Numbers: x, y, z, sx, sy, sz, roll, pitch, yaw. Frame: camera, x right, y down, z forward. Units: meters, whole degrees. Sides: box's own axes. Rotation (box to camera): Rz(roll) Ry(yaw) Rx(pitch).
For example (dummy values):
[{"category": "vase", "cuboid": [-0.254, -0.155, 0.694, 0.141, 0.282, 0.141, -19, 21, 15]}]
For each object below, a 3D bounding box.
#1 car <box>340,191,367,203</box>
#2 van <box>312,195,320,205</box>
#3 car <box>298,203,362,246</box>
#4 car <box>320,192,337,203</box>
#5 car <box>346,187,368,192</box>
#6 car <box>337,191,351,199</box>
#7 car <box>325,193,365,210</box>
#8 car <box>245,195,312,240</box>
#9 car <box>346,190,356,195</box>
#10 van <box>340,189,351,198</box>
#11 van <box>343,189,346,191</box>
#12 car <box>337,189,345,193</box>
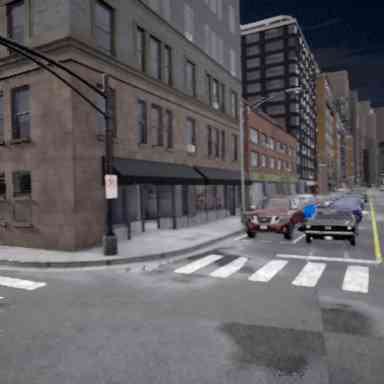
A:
[{"category": "car", "cuboid": [15.759, 0.948, 32.521, 1.837, 1.490, 4.892, -1, 0, 28]}, {"category": "van", "cuboid": [6.772, 1.062, 21.102, 1.690, 1.788, 3.998, -1, 0, 28]}, {"category": "car", "cuboid": [6.122, 1.375, 14.389, 1.895, 1.301, 4.718, -1, 0, 28]}, {"category": "car", "cuboid": [11.935, 0.983, 30.819, 1.967, 1.590, 4.097, -1, 0, 28]}, {"category": "car", "cuboid": [22.898, 0.406, 45.779, 2.150, 2.045, 5.566, -1, 0, 28]}, {"category": "car", "cuboid": [27.419, 0.563, 59.966, 2.008, 1.369, 4.403, -1, 0, 28]}, {"category": "car", "cuboid": [10.572, 1.099, 22.757, 1.882, 1.535, 5.008, -1, 1, 28]}, {"category": "car", "cuboid": [4.191, 1.124, 16.245, 2.192, 1.841, 5.009, -1, 0, 28]}, {"category": "car", "cuboid": [40.322, 0.143, 84.256, 1.947, 1.339, 4.313, -1, 0, 28]}, {"category": "van", "cuboid": [29.995, 0.265, 64.823, 1.690, 1.788, 3.998, -1, 0, 28]}, {"category": "van", "cuboid": [24.834, 0.441, 55.108, 1.690, 1.788, 3.998, -1, 0, 28]}, {"category": "car", "cuboid": [17.096, 0.806, 40.535, 1.967, 1.590, 4.097, -1, 0, 28]}]
